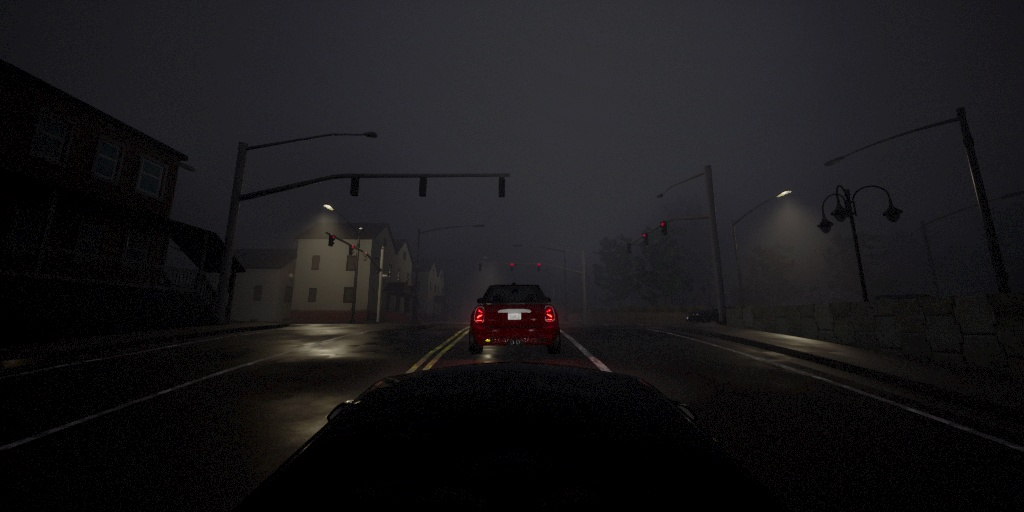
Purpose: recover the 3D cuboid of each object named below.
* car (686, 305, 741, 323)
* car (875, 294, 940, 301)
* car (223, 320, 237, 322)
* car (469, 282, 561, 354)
[{"bbox_3d":[16.299,4.628,28.307,4.902,1.511,2.128,0,-10,1],"label":"car"},{"bbox_3d":[28.021,3.674,24.559,5.566,2.045,2.150,0,-10,1],"label":"car"},{"bbox_3d":[-19.901,5.157,24.901,5.008,1.535,1.882,-9,-10,0],"label":"car"},{"bbox_3d":[0.058,1.566,10.073,2.097,1.767,4.553,-1,-6,0],"label":"car"}]
